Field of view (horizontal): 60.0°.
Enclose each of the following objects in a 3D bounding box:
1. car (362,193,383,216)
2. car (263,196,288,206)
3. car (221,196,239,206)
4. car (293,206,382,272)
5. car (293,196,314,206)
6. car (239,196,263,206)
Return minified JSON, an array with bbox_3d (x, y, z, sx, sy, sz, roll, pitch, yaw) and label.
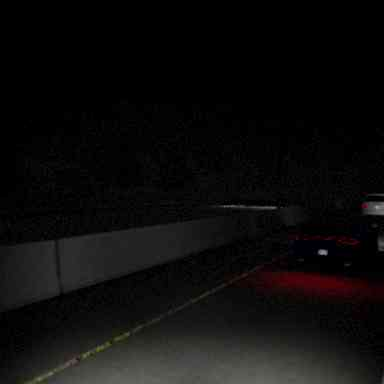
[{"bbox_3d":[14.309,1.089,25.246,2.150,2.045,5.566,0,1,34],"label":"car"},{"bbox_3d":[12.419,1.275,48.128,1.882,1.535,5.008,0,0,34],"label":"car"},{"bbox_3d":[6.464,1.354,51.808,2.033,1.411,5.357,0,0,34],"label":"car"},{"bbox_3d":[4.830,1.424,10.854,1.882,1.535,5.008,0,0,34],"label":"car"},{"bbox_3d":[15.566,1.317,46.547,1.812,1.442,4.674,0,0,33],"label":"car"},{"bbox_3d":[9.401,1.280,49.907,1.882,1.535,5.008,0,0,34],"label":"car"}]
